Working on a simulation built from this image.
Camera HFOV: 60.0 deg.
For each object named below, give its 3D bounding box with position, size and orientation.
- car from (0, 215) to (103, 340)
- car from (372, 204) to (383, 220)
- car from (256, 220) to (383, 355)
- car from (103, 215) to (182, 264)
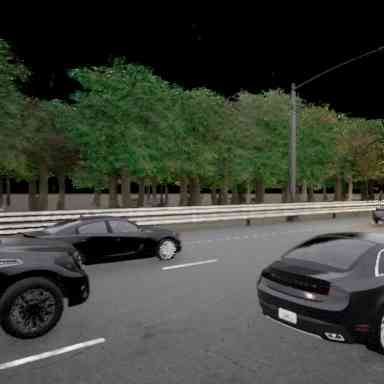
[{"bbox_3d":[-4.438,1.222,4.880,5.566,2.045,2.150,0,0,-35],"label":"car"},{"bbox_3d":[14.043,1.461,22.362,4.902,1.511,2.128,0,0,-35],"label":"car"},{"bbox_3d":[3.321,1.497,6.112,4.892,1.490,1.837,0,0,-36],"label":"car"},{"bbox_3d":[-2.631,1.473,10.467,5.008,1.535,1.882,0,0,-36],"label":"car"}]
